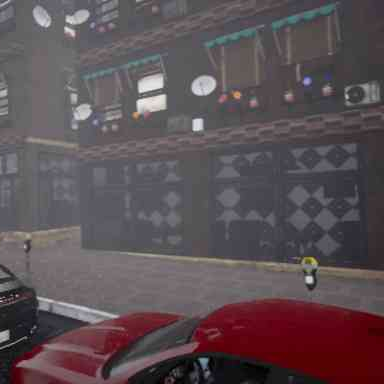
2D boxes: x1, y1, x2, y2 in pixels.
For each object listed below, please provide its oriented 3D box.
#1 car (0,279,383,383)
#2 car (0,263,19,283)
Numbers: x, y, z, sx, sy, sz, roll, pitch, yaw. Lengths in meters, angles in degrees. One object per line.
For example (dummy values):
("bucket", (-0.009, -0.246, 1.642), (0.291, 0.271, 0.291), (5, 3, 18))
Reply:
("car", (0.519, 1.534, 2.437), (4.507, 1.381, 1.887), (-1, -1, 30))
("car", (-4.280, 1.592, 5.189), (4.403, 1.369, 2.008), (-1, -1, 30))
